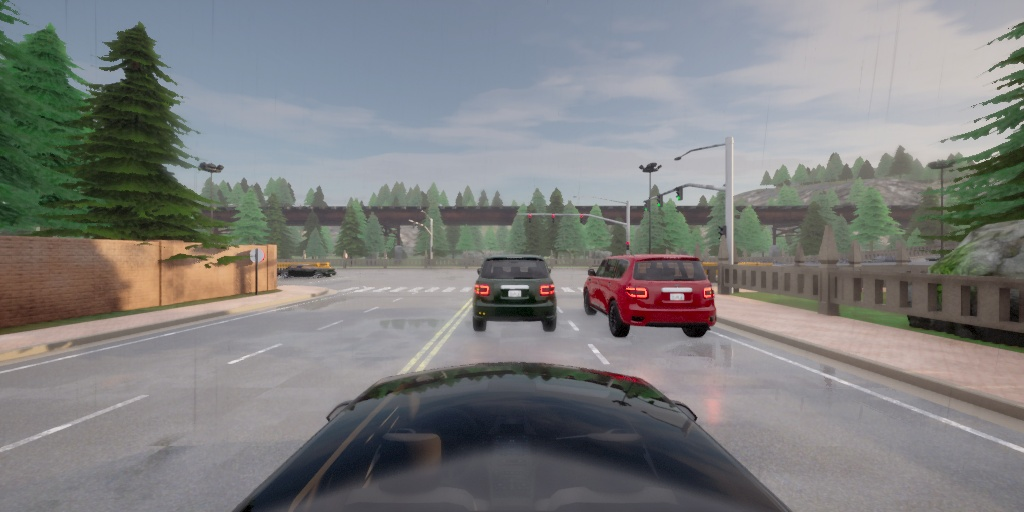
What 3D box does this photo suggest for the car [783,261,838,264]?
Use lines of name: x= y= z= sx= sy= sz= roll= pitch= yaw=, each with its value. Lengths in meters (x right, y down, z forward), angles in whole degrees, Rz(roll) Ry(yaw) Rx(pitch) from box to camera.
car: x=34.918 y=1.301 z=42.068 sx=4.181 sy=1.385 sz=1.994 roll=0 pitch=0 yaw=0

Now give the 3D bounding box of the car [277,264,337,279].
car: x=-18.142 y=1.351 z=31.634 sx=4.718 sy=1.301 sz=1.895 roll=0 pitch=0 yaw=0

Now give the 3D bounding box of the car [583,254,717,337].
car: x=3.570 y=0.971 z=10.386 sx=2.150 sy=2.045 sz=5.566 roll=0 pitch=0 yaw=0

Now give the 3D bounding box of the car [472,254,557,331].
car: x=0.070 y=0.971 z=11.063 sx=2.150 sy=2.045 sz=5.566 roll=0 pitch=0 yaw=0

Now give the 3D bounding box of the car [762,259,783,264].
car: x=31.376 y=1.297 z=45.588 sx=5.357 sy=1.411 sz=2.033 roll=0 pitch=0 yaw=0

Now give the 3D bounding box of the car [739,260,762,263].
car: x=25.828 y=1.241 z=42.097 sx=4.902 sy=1.511 sz=2.128 roll=0 pitch=0 yaw=0

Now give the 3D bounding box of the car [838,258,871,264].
car: x=41.756 y=1.081 z=45.553 sx=4.902 sy=1.511 sz=2.128 roll=-2 pitch=0 yaw=0
